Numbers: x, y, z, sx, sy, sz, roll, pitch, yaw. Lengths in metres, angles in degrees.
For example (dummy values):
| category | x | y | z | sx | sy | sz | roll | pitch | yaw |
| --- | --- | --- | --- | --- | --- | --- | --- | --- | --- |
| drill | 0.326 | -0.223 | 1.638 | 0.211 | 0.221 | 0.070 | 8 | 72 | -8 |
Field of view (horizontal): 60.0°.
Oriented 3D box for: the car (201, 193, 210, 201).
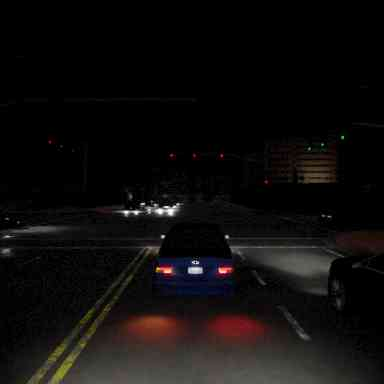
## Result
| category | x | y | z | sx | sy | sz | roll | pitch | yaw |
| --- | --- | --- | --- | --- | --- | --- | --- | --- | --- |
| car | 3.443 | 1.228 | 84.616 | 2.097 | 1.767 | 4.553 | 0 | 0 | 0 |

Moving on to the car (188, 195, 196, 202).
| category | x | y | z | sx | sy | sz | roll | pitch | yaw |
| --- | --- | --- | --- | --- | --- | --- | --- | --- | --- |
| car | -0.050 | 1.531 | 74.368 | 2.033 | 1.411 | 5.357 | 0 | 0 | 0 |

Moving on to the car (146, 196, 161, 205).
| category | x | y | z | sx | sy | sz | roll | pitch | yaw |
| --- | --- | --- | --- | --- | --- | --- | --- | --- | --- |
| car | -7.105 | 1.547 | 61.756 | 2.033 | 1.411 | 5.357 | 0 | 0 | 0 |

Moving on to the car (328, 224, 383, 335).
| category | x | y | z | sx | sy | sz | roll | pitch | yaw |
| --- | --- | --- | --- | --- | --- | --- | --- | --- | --- |
| car | 3.560 | 1.491 | 4.624 | 2.128 | 1.511 | 4.902 | 0 | 0 | 0 |

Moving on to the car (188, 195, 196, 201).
| category | x | y | z | sx | sy | sz | roll | pitch | yaw |
| --- | --- | --- | --- | --- | --- | --- | --- | --- | --- |
| car | -0.057 | 1.425 | 84.641 | 1.994 | 1.385 | 4.181 | 0 | 0 | 0 |

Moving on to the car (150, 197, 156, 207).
| category | x | y | z | sx | sy | sz | roll | pitch | yaw |
| --- | --- | --- | --- | --- | --- | --- | --- | --- | --- |
| car | -7.128 | 1.505 | 51.956 | 1.837 | 1.490 | 4.892 | 0 | 0 | 0 |

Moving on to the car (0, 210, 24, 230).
| category | x | y | z | sx | sy | sz | roll | pitch | yaw |
| --- | --- | --- | --- | --- | --- | --- | --- | --- | --- |
| car | -12.656 | 1.526 | 20.102 | 4.674 | 1.442 | 1.812 | 0 | 0 | 5 |

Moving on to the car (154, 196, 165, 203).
| category | x | y | z | sx | sy | sz | roll | pitch | yaw |
| --- | --- | --- | --- | --- | --- | --- | --- | --- | --- |
| car | -7.048 | 1.553 | 71.675 | 1.994 | 1.385 | 4.181 | 0 | 0 | 0 |

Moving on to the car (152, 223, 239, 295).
| category | x | y | z | sx | sy | sz | roll | pitch | yaw |
| --- | --- | --- | --- | --- | --- | --- | --- | --- | --- |
| car | 0.077 | 1.547 | 8.868 | 2.033 | 1.411 | 5.357 | 0 | 0 | 0 |

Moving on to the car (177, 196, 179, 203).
| category | x | y | z | sx | sy | sz | roll | pitch | yaw |
| --- | --- | --- | --- | --- | --- | --- | --- | --- | --- |
| car | -3.622 | 1.492 | 56.880 | 2.128 | 1.511 | 4.902 | 0 | 0 | 0 |

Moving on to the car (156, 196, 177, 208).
| category | x | y | z | sx | sy | sz | roll | pitch | yaw |
| --- | --- | --- | --- | --- | --- | --- | --- | --- | --- |
| car | -3.630 | 1.601 | 47.563 | 1.895 | 1.301 | 4.718 | 0 | 0 | 0 |

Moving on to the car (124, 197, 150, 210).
| category | x | y | z | sx | sy | sz | roll | pitch | yaw |
| --- | --- | --- | --- | --- | --- | --- | --- | --- | --- |
| car | -7.170 | 1.547 | 42.314 | 2.033 | 1.411 | 5.357 | 0 | 0 | 2 |

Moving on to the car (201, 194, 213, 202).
| category | x | y | z | sx | sy | sz | roll | pitch | yaw |
| --- | --- | --- | --- | --- | --- | --- | --- | --- | --- |
| car | 3.450 | 1.344 | 74.660 | 2.097 | 1.767 | 4.553 | 0 | 0 | 0 |

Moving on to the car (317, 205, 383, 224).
| category | x | y | z | sx | sy | sz | roll | pitch | yaw |
| --- | --- | --- | --- | --- | --- | --- | --- | --- | --- |
| car | 10.757 | 1.547 | 20.902 | 5.357 | 1.411 | 2.033 | 0 | 0 | -1 |

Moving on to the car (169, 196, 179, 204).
| category | x | y | z | sx | sy | sz | roll | pitch | yaw |
| --- | --- | --- | --- | --- | --- | --- | --- | --- | --- |
| car | -3.566 | 1.505 | 66.926 | 1.837 | 1.490 | 4.892 | 0 | 0 | 0 |
